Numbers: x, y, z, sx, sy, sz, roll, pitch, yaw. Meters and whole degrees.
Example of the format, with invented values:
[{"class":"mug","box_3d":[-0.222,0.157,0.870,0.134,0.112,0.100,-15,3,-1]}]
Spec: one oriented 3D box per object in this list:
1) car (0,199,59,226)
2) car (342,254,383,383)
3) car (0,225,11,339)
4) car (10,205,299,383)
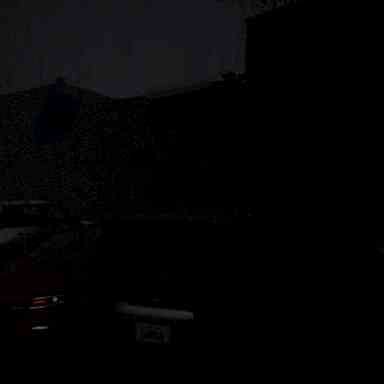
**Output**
[{"class":"car","box_3d":[-4.483,1.187,8.646,2.435,2.045,5.566,0,-1,15]},{"class":"car","box_3d":[2.843,1.515,3.348,2.163,1.488,4.792,1,0,16]},{"class":"car","box_3d":[-2.041,1.454,6.872,2.097,1.535,5.008,1,0,16]},{"class":"car","box_3d":[0.407,1.219,5.154,2.435,2.045,5.566,0,-1,16]}]
